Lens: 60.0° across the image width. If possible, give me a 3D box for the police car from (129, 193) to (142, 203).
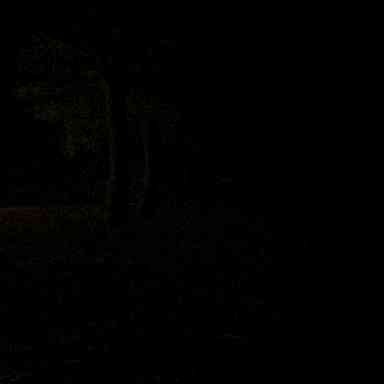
[{"bbox_3d":[-8.111,0.937,53.262,1.930,1.638,5.238,-2,-1,35],"label":"police car"}]
